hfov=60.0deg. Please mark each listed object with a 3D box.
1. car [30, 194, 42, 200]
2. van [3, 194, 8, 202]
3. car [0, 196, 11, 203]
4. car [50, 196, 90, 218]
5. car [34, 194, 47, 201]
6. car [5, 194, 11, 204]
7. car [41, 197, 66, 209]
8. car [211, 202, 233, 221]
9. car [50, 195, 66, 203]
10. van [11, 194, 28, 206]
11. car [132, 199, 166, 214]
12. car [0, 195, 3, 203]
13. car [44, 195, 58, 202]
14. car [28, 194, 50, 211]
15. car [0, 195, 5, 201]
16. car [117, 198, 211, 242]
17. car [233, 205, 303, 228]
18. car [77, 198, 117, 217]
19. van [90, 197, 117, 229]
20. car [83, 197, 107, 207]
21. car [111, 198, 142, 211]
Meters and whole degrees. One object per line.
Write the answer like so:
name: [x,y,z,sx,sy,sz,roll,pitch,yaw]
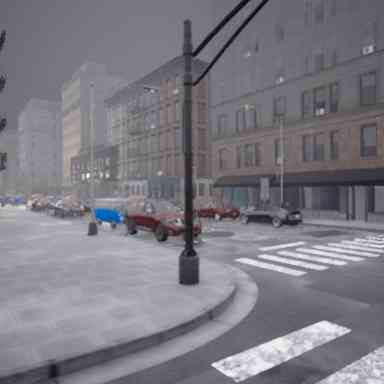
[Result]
car: [-39.490,1.282,84.203,1.967,1.590,4.097,-1,0,-35]
van: [-33.346,1.260,61.564,1.690,1.788,3.998,-1,0,-35]
car: [-39.695,1.498,70.572,1.802,1.307,4.206,-1,0,-35]
car: [-11.116,1.392,30.037,1.967,1.590,4.097,-1,0,-35]
car: [-36.314,1.280,79.699,1.967,1.590,4.097,-1,0,-35]
car: [-30.169,1.472,57.061,2.008,1.369,4.403,-1,0,-35]
car: [-19.365,1.441,46.313,2.128,1.511,4.902,-1,0,-35]
car: [1.795,1.429,25.654,1.887,1.381,4.507,-1,0,-35]
car: [-26.787,1.392,66.189,2.008,1.369,4.403,-1,0,-35]
van: [-26.995,1.267,52.556,1.690,1.788,3.998,-1,0,-35]
car: [-4.556,1.456,34.662,1.802,1.307,4.206,-1,0,-35]
car: [-36.520,1.483,66.068,1.947,1.339,4.313,-1,0,-35]
car: [-29.962,1.422,70.693,1.802,1.307,4.206,-1,0,-35]
car: [-17.467,1.381,39.045,1.967,1.590,4.097,-1,0,-35]
car: [-46.048,1.484,79.580,1.947,1.339,4.313,-1,0,-35]
car: [-1.589,1.280,16.524,2.192,1.841,5.009,-1,0,-35]
car: [4.971,1.454,21.150,1.947,1.339,4.313,-1,0,-35]
car: [-9.086,1.418,31.570,2.128,1.511,4.902,-1,0,-35]
van: [-4.765,1.302,21.029,1.690,1.788,3.998,-1,0,-35]
car: [-14.084,1.409,48.174,2.008,1.369,4.403,-1,0,-35]
car: [-7.732,1.414,39.166,1.887,1.381,4.507,-1,0,-35]
